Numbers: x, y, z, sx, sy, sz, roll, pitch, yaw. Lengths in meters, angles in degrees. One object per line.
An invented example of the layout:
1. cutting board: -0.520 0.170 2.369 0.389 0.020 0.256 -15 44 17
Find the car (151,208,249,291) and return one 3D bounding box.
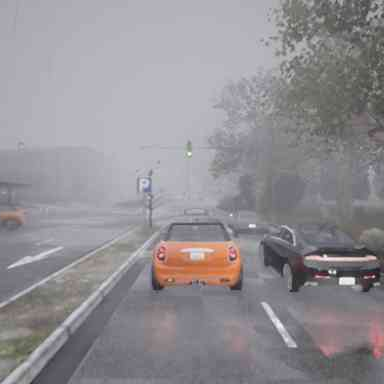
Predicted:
1. car: 0.124 1.458 9.447 2.097 1.767 4.553 0 -1 0

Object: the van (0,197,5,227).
1. van: -13.600 1.481 19.143 4.442 1.987 1.878 -1 -1 -19

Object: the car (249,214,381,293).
1. car: 3.123 1.595 9.100 2.128 1.511 4.902 0 -1 0

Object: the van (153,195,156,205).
1. van: -10.229 1.756 68.910 4.442 1.987 1.878 -1 -1 -14

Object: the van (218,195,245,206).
1. van: 7.294 1.644 62.518 4.442 1.987 1.878 1 0 -14

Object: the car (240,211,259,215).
1. car: 3.213 1.783 19.557 1.994 1.385 4.181 0 -1 1

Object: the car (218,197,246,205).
1. car: 8.214 1.922 68.478 5.366 1.575 1.946 1 -1 -13

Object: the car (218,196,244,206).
1. car: 7.678 1.771 65.486 4.553 1.767 2.185 1 -1 -14

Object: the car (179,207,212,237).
1. car: 0.236 1.739 20.798 1.837 1.490 4.892 0 -1 1

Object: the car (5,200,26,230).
1. car: -13.624 1.616 22.119 4.553 1.767 2.185 -1 0 -19

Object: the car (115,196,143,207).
1. car: -11.434 1.935 59.924 4.792 1.488 2.163 -1 0 -15

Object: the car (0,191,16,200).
1. car: -28.156 0.626 50.807 2.002 1.452 4.674 6 -3 -19

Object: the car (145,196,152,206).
1. car: -10.789 1.920 62.916 5.366 1.575 1.946 -1 -1 -15

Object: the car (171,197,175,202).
1. car: -7.988 1.900 86.865 5.566 2.045 2.435 -1 -1 -12

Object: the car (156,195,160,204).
1. car: -10.000 2.013 71.879 4.892 1.521 2.231 -1 -1 -14

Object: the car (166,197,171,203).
1. car: -8.439 2.164 83.856 4.674 1.452 2.002 -1 0 -12

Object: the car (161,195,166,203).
1. car: -9.255 2.108 77.875 4.674 1.452 2.002 -1 -1 -13

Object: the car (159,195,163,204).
1. car: -9.627 2.079 74.873 4.674 1.452 2.002 -1 0 -13
